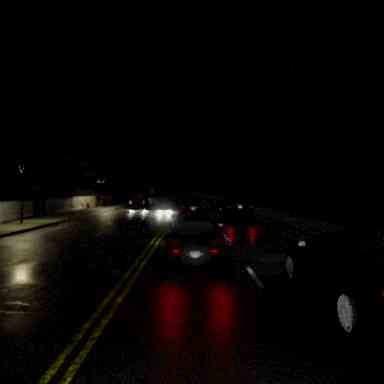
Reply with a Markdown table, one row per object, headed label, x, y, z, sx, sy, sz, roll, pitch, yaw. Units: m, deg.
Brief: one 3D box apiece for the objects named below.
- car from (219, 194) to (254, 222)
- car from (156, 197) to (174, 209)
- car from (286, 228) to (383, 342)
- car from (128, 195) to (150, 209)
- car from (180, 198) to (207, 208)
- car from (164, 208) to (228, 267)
| label | x | y | z | sx | sy | sz | roll | pitch | yaw |
| --- | --- | --- | --- | --- | --- | --- | --- | --- | --- |
| car | 3.355 | 1.132 | 25.700 | 2.150 | 2.045 | 5.566 | 0 | 0 | 0 |
| car | -3.310 | 1.351 | 41.487 | 2.128 | 1.511 | 4.902 | 0 | 0 | 0 |
| car | 3.319 | 1.453 | 6.559 | 1.882 | 1.535 | 5.008 | 0 | 0 | 0 |
| car | -6.557 | 1.210 | 41.516 | 2.097 | 1.767 | 4.553 | 0 | 0 | 0 |
| car | 0.104 | 1.261 | 26.441 | 2.097 | 1.767 | 4.553 | 0 | 0 | 0 |
| car | 0.093 | 1.486 | 11.169 | 1.812 | 1.442 | 4.674 | 0 | 0 | 0 |
